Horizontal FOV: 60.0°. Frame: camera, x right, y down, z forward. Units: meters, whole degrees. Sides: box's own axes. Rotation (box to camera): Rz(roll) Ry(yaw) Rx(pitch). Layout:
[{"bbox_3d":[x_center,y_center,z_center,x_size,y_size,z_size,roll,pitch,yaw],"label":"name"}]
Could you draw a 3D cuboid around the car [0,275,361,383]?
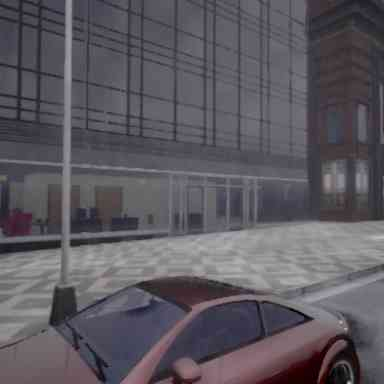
[{"bbox_3d":[-0.226,1.618,3.197,4.181,1.385,1.994,0,-1,-37],"label":"car"}]
